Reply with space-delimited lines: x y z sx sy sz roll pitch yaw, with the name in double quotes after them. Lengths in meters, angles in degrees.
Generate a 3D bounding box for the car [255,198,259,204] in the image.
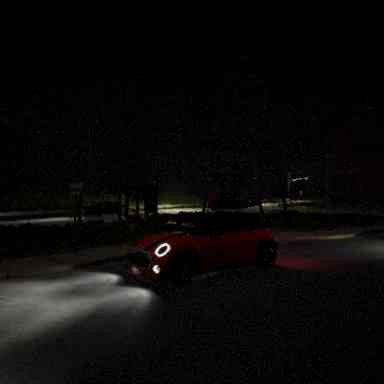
10.100 1.620 56.808 2.097 1.767 4.553 -1 0 36 "car"

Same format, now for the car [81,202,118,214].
-9.576 1.799 35.578 2.128 1.511 4.902 -1 -1 36 "car"

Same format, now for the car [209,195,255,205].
4.912 1.450 43.272 5.566 2.045 2.150 0 -2 0 "car"

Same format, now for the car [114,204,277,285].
0.355 1.410 9.832 4.553 1.767 2.097 0 0 -35 "car"
